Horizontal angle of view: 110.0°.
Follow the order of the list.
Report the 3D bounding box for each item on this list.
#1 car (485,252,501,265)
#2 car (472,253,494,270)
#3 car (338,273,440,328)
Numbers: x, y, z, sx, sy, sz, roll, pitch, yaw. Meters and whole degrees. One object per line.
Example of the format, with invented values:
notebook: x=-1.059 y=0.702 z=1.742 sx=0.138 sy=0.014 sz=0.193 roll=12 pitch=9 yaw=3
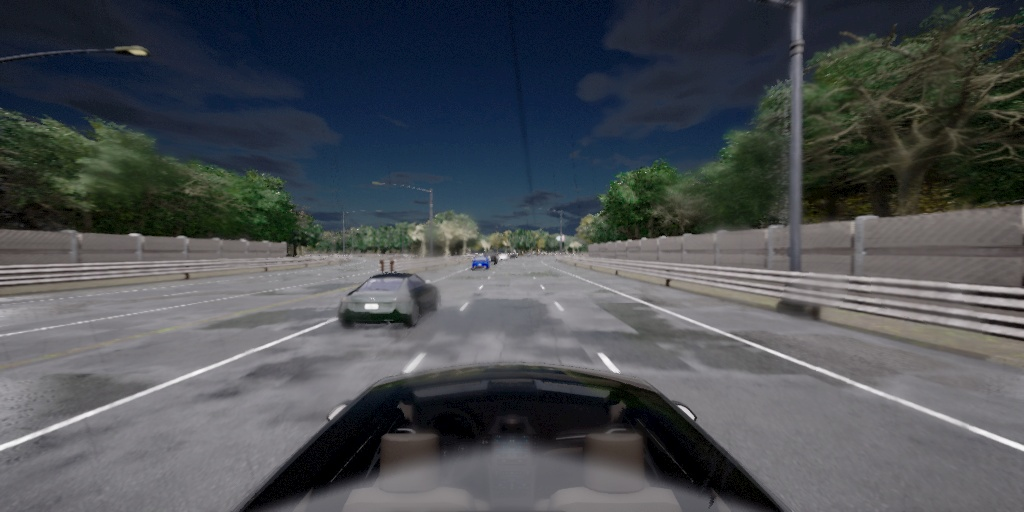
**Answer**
car: x=-3.381 y=0.319 z=57.729 sx=2.150 sy=2.045 sz=5.566 roll=0 pitch=1 yaw=1
car: x=-3.519 y=0.758 z=41.556 sx=1.882 sy=1.535 sz=5.008 roll=0 pitch=1 yaw=0
car: x=-3.505 y=1.203 z=10.951 sx=1.994 sy=1.385 sz=4.181 roll=0 pitch=1 yaw=0
